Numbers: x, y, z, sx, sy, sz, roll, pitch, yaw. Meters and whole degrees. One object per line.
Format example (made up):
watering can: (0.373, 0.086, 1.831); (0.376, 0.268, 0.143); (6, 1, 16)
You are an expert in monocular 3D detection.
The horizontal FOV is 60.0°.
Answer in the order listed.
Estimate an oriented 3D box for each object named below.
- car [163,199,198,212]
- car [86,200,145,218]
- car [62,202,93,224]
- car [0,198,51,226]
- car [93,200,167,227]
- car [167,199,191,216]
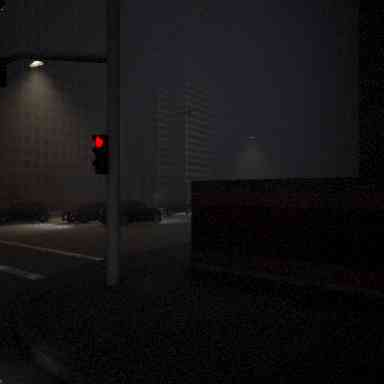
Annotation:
car: (-1.301, 1.564, 39.451); (1.994, 1.385, 4.181); (0, 0, 36)
car: (-7.099, 1.547, 31.458); (2.033, 1.411, 5.357); (0, 0, 36)
car: (-7.377, 1.505, 25.101); (1.837, 1.490, 4.892); (0, 0, 36)
car: (-12.638, 1.352, 23.772); (2.097, 1.767, 4.553); (0, 0, 36)
car: (-4.177, 1.352, 23.198); (2.097, 1.767, 4.553); (0, 0, 36)
car: (-1.877, 1.491, 32.698); (2.128, 1.511, 4.902); (0, 0, 36)
